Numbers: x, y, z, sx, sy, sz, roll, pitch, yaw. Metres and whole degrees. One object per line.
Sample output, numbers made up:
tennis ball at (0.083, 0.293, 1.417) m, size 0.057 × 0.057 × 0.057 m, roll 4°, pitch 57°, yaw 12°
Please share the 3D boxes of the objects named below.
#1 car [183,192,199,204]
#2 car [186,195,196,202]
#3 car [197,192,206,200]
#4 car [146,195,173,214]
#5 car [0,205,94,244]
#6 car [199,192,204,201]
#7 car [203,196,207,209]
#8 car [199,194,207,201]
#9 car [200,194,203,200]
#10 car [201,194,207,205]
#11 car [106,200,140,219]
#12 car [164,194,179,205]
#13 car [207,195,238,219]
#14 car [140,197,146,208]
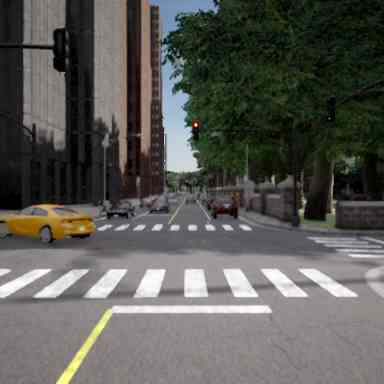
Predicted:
car at (-0.149, 1.281, 58.453) m, size 2.128 × 1.511 × 4.902 m, roll 0°, pitch 0°, yaw 0°
car at (-0.239, 1.314, 68.433) m, size 1.994 × 1.385 × 4.181 m, roll 0°, pitch 0°, yaw 0°
car at (2.455, 1.017, 87.928) m, size 2.192 × 1.841 × 5.009 m, roll 0°, pitch 0°, yaw 0°
car at (-3.215, 1.374, 33.713) m, size 1.837 × 1.490 × 4.892 m, roll 0°, pitch 0°, yaw 0°
car at (-6.636, 1.318, 14.919) m, size 5.008 × 1.535 × 1.882 m, roll 1°, pitch -1°, yaw 30°
car at (2.570, 1.241, 55.190) m, size 1.967 × 1.590 × 4.097 m, roll 0°, pitch 0°, yaw 0°
car at (2.628, 1.419, 38.820) m, size 1.947 × 1.339 × 4.313 m, roll 0°, pitch 0°, yaw 0°
car at (2.493, 1.257, 77.186) m, size 1.752 × 1.417 × 4.829 m, roll 0°, pitch 0°, yaw 0°
car at (2.589, 1.369, 49.734) m, size 2.008 × 1.369 × 4.403 m, roll 0°, pitch 0°, yaw 0°
car at (2.609, 1.387, 44.277) m, size 2.008 × 1.369 × 4.403 m, roll 0°, pitch 0°, yaw 0°
car at (-5.859, 1.454, 27.869) m, size 1.947 × 1.339 × 4.313 m, roll 0°, pitch 0°, yaw 0°
car at (-3.254, 1.410, 52.257) m, size 1.895 × 1.301 × 4.718 m, roll 0°, pitch 0°, yaw 0°
car at (2.666, 1.204, 27.907) m, size 2.192 × 1.841 × 5.009 m, roll 0°, pitch 0°, yaw 0°
car at (-5.917, 1.386, 44.239) m, size 2.008 × 1.369 × 4.403 m, roll 0°, pitch 0°, yaw 0°
